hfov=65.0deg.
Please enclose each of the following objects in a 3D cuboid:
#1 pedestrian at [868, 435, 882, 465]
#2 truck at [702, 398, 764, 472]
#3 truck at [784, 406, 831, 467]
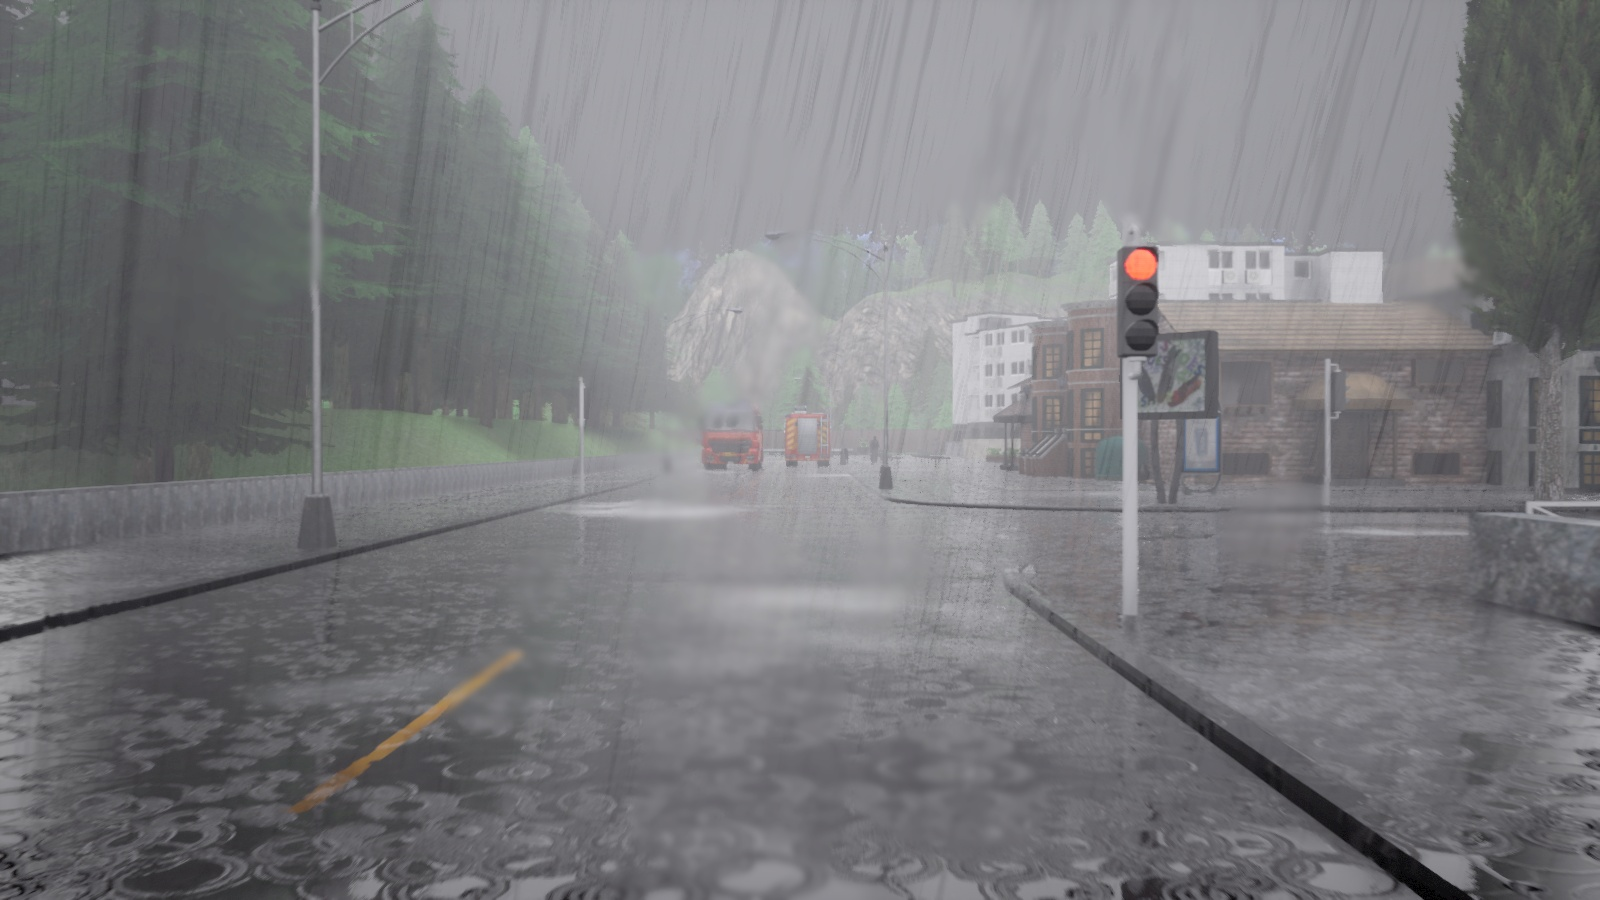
[{"bbox_3d":[4.714,0.017,78.670,0.563,1.883,0.849,0,0,-20],"label":"pedestrian"},{"bbox_3d":[-3.585,-0.810,69.058,2.891,3.827,8.468,0,0,0],"label":"truck"},{"bbox_3d":[0.496,-0.884,82.768,2.891,3.827,8.468,0,0,0],"label":"truck"}]
